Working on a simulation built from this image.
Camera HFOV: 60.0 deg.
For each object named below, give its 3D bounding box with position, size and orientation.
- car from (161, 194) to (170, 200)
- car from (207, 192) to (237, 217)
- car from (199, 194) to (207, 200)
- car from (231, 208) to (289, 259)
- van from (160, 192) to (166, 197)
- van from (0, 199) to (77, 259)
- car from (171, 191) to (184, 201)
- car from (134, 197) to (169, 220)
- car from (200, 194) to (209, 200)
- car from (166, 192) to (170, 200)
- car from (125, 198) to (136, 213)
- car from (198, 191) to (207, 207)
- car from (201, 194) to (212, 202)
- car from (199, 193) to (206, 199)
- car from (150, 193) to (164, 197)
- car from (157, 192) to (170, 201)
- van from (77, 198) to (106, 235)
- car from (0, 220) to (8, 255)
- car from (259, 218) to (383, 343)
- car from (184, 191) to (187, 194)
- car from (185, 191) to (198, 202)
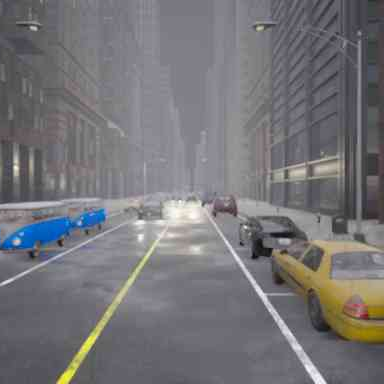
[{"bbox_3d":[-5.844,1.086,73.601,1.752,1.417,4.829,0,0,0],"label":"car"},{"bbox_3d":[2.730,1.133,28.843,2.192,1.841,5.009,0,0,0],"label":"car"},{"bbox_3d":[2.674,1.110,79.412,1.802,1.307,4.206,0,0,0],"label":"car"},{"bbox_3d":[2.749,1.488,11.988,1.947,1.339,4.313,0,0,0],"label":"car"},{"bbox_3d":[-5.826,0.996,56.915,1.690,1.788,3.998,0,0,0],"label":"van"},{"bbox_3d":[-5.776,1.264,11.968,1.690,1.788,3.998,0,0,0],"label":"van"},{"bbox_3d":[-3.080,1.104,66.997,1.837,1.490,4.892,0,0,0],"label":"car"},{"bbox_3d":[-3.129,1.357,26.635,1.812,1.442,4.674,0,0,0],"label":"car"},{"bbox_3d":[2.681,1.141,73.794,1.802,1.307,4.206,0,0,0],"label":"car"},{"bbox_3d":[-5.832,1.174,62.534,2.008,1.369,4.403,0,0,0],"label":"car"},{"bbox_3d":[-5.801,1.311,34.272,1.752,1.417,4.829,0,0,0],"label":"car"},{"bbox_3d":[2.344,0.956,44.094,2.150,2.045,5.566,0,0,0],"label":"car"},{"bbox_3d":[2.693,1.147,62.726,1.752,1.417,4.829,0,0,0],"label":"car"},{"bbox_3d":[2.668,1.021,85.200,1.752,1.417,4.829,0,0,0],"label":"car"},{"bbox_3d":[-5.820,1.231,51.297,1.887,1.381,4.507,0,0,0],"label":"car"},{"bbox_3d":[-5.838,0.906,68.151,2.192,1.841,5.009,0,0,0],"label":"car"},{"bbox_3d":[-5.782,1.228,17.587,1.690,1.788,3.998,0,0,0],"label":"van"},{"bbox_3d":[-5.770,1.503,6.351,1.887,1.381,4.507,0,0,0],"label":"car"},{"bbox_3d":[2.755,1.482,6.539,1.752,1.417,4.829,0,0,0],"label":"car"},{"bbox_3d":[-0.087,1.025,78.495,2.128,1.511,4.902,0,0,0],"label":"car"},{"bbox_3d":[-0.069,1.130,62.190,1.837,1.490,4.892,0,0,0],"label":"car"}]
